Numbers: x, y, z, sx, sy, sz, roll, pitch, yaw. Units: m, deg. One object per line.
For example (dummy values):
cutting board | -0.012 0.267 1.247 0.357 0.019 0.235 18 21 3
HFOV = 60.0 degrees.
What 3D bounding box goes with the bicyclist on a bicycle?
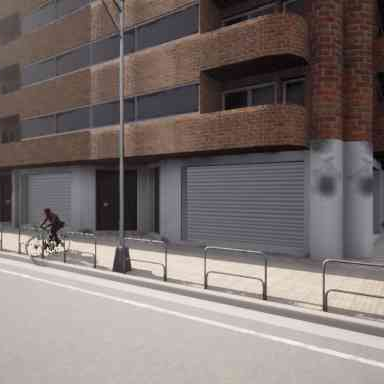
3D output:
bicyclist on a bicycle | -4.748 1.338 11.130 0.582 1.620 1.656 0 -3 33
